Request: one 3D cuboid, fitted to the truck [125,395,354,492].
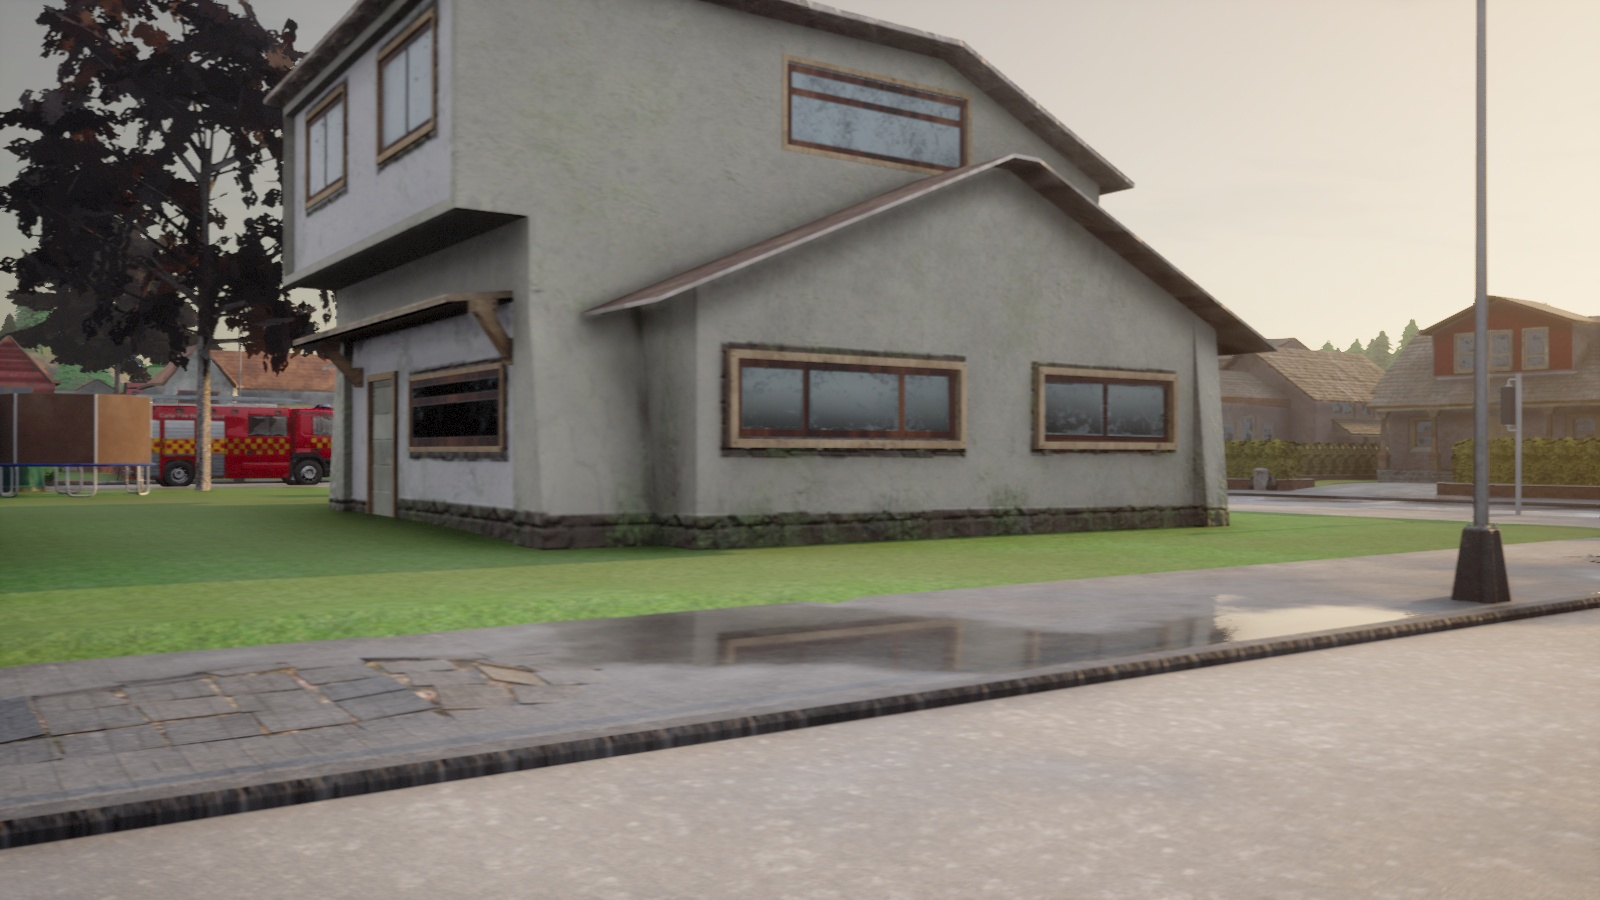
[{"bbox_3d":[-23.580,-0.245,53.081,8.468,3.827,2.891,0,0,-35],"label":"truck"}]
